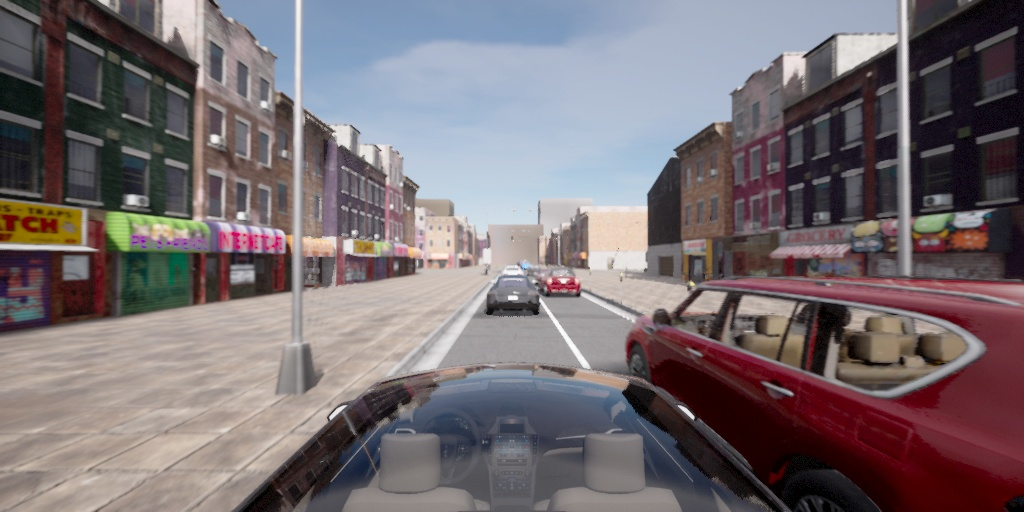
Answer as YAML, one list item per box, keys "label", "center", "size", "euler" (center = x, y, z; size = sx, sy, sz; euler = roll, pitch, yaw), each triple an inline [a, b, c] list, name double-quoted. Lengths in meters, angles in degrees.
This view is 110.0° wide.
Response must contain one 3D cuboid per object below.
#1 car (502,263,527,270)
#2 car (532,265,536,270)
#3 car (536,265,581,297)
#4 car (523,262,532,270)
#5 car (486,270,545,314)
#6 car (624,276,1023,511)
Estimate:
- label: "car"
  center: [0.060, 1.535, 29.882]
  size: [1.812, 1.442, 4.674]
  euler: [0, 0, 0]
- label: "car"
  center: [2.643, 1.553, 25.938]
  size: [1.802, 1.307, 4.207]
  euler: [0, 0, 0]
- label: "car"
  center: [2.642, 1.358, 20.259]
  size: [1.967, 1.591, 4.097]
  euler: [0, 0, 0]
- label: "car"
  center: [2.647, 1.698, 42.974]
  size: [2.007, 1.370, 4.403]
  euler: [0, 0, 0]
- label: "car"
  center: [0.050, 1.429, 14.356]
  size: [1.994, 1.385, 4.181]
  euler: [0, 0, 1]
- label: "car"
  center: [2.638, 1.078, 3.221]
  size: [2.192, 1.841, 5.009]
  euler: [0, 0, 0]
